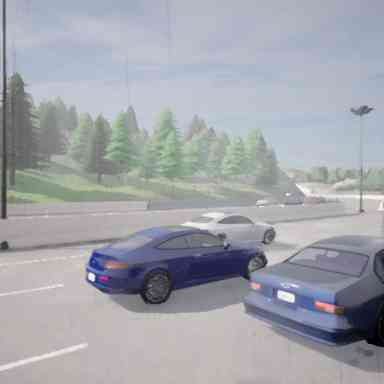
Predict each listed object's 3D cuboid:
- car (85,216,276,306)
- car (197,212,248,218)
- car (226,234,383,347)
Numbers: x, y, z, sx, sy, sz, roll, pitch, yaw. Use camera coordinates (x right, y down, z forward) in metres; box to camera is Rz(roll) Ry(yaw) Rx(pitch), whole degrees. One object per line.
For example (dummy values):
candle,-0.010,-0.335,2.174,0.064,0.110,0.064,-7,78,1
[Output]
car,-0.183,1.544,8.092,4.674,1.442,1.812,0,0,-37
car,1.506,1.555,13.817,4.674,1.442,1.812,0,0,-38
car,3.353,1.561,6.347,5.357,1.411,2.033,0,0,-38
